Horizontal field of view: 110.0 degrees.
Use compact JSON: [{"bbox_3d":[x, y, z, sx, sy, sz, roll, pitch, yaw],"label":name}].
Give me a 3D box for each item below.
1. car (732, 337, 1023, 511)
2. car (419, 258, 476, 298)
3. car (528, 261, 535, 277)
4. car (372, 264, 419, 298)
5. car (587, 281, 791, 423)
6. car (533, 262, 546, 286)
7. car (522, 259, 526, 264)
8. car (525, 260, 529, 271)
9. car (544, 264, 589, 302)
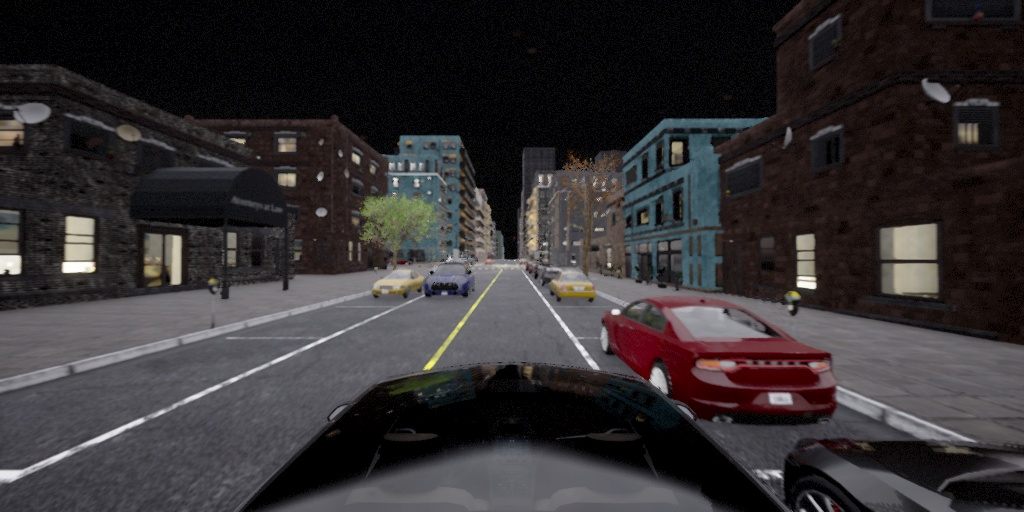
[{"bbox_3d":[2.693,1.314,0.610,1.948,1.339,4.313,0,0,0],"label":"car"},{"bbox_3d":[-3.109,1.136,18.738,2.097,1.767,4.553,0,0,0],"label":"car"},{"bbox_3d":[2.807,1.381,32.839,1.948,1.339,4.313,0,0,0],"label":"car"},{"bbox_3d":[-5.766,1.310,18.682,1.751,1.417,4.829,0,0,0],"label":"car"},{"bbox_3d":[2.697,1.303,5.837,1.888,1.381,4.507,0,0,0],"label":"car"},{"bbox_3d":[2.782,1.349,25.294,2.007,1.370,4.403,0,0,0],"label":"car"},{"bbox_3d":[2.797,1.404,50.842,1.888,1.381,4.507,0,0,0],"label":"car"},{"bbox_3d":[2.803,1.418,41.841,1.802,1.307,4.207,0,0,0],"label":"car"},{"bbox_3d":[2.745,1.306,17.074,1.751,1.417,4.829,0,0,0],"label":"car"}]
